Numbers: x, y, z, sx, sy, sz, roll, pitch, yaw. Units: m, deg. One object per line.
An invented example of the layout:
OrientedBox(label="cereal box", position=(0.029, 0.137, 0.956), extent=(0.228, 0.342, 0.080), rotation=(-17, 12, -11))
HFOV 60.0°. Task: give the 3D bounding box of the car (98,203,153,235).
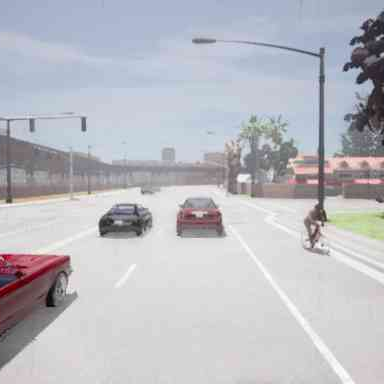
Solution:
OrientedBox(label="car", position=(-3.135, 1.226, 16.346), extent=(1.994, 1.385, 4.181), rotation=(0, 1, 1))

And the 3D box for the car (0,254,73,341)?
OrientedBox(label="car", position=(-3.371, 1.506, 4.608), extent=(1.895, 1.301, 4.718), rotation=(0, 1, 2))

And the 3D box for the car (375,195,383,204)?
OrientedBox(label="car", position=(23.976, 0.726, 39.210), extent=(4.181, 1.385, 1.994), rotation=(0, 1, 0))

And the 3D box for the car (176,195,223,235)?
OrientedBox(label="car", position=(0.364, 1.004, 16.624), extent=(2.097, 1.767, 4.553), rotation=(0, 1, 1))

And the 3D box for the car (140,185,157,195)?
OrientedBox(label="car", position=(-9.342, -0.415, 69.321), extent=(2.150, 2.045, 5.566), rotation=(0, 2, 1))

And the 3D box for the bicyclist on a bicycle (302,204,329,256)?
OrientedBox(label="bicyclist on a bicycle", position=(4.061, 1.218, 11.017), extent=(0.582, 1.620, 1.656), rotation=(0, 1, -11))

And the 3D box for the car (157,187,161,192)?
OrientedBox(label="car", position=(-9.074, -0.689, 85.195), extent=(2.033, 1.411, 5.357), rotation=(0, 2, 1))
